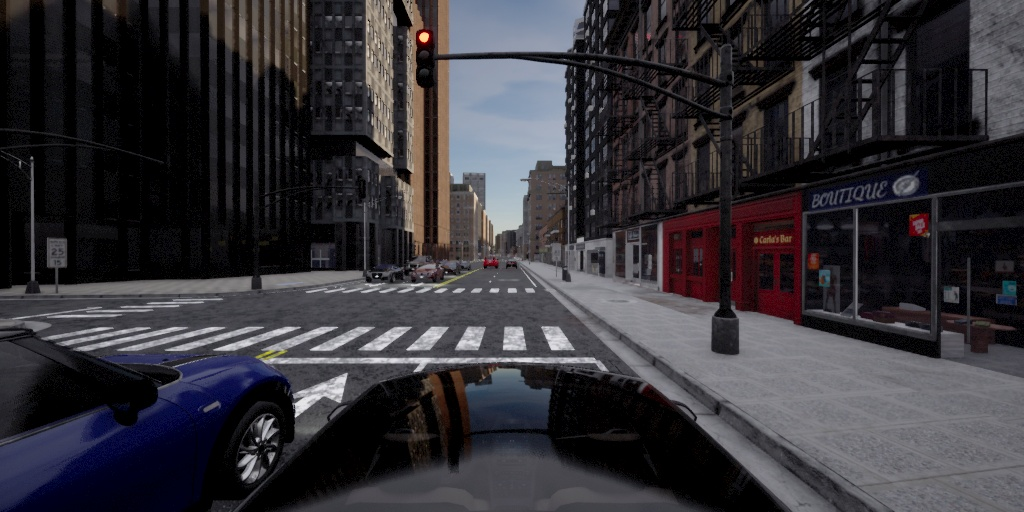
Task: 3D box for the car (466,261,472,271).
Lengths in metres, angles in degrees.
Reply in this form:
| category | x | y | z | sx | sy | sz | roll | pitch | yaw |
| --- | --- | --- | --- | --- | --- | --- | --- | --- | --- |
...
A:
| category | x | y | z | sx | sy | sz | roll | pitch | yaw |
| --- | --- | --- | --- | --- | --- | --- | --- | --- | --- |
| car | -6.712 | 1.327 | 49.262 | 1.994 | 1.385 | 4.181 | 0 | 0 | 1 |

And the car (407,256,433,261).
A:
| category | x | y | z | sx | sy | sz | roll | pitch | yaw |
| --- | --- | --- | --- | --- | --- | --- | --- | --- | --- |
| car | -9.941 | 0.981 | 38.814 | 2.150 | 2.045 | 5.566 | 0 | 0 | 0 |

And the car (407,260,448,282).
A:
| category | x | y | z | sx | sy | sz | roll | pitch | yaw |
| --- | --- | --- | --- | --- | --- | --- | --- | --- | --- |
| car | -6.667 | 1.281 | 28.767 | 1.812 | 1.442 | 4.674 | 0 | 0 | 0 |

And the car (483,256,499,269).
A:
| category | x | y | z | sx | sy | sz | roll | pitch | yaw |
| --- | --- | --- | --- | --- | --- | --- | --- | --- | --- |
| car | -3.407 | 0.987 | 58.079 | 2.150 | 2.045 | 5.566 | 0 | 0 | 0 |

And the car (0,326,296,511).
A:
| category | x | y | z | sx | sy | sz | roll | pitch | yaw |
| --- | --- | --- | --- | --- | --- | --- | --- | --- | --- |
| car | -3.145 | 1.102 | 1.620 | 2.097 | 1.767 | 4.553 | 0 | 0 | 0 |

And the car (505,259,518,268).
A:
| category | x | y | z | sx | sy | sz | roll | pitch | yaw |
| --- | --- | --- | --- | --- | --- | --- | --- | --- | --- |
| car | -0.062 | 1.270 | 59.612 | 1.837 | 1.490 | 4.892 | 0 | 0 | 0 |

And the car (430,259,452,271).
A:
| category | x | y | z | sx | sy | sz | roll | pitch | yaw |
| --- | --- | --- | --- | --- | --- | --- | --- | --- | --- |
| car | -9.970 | 1.254 | 50.979 | 2.128 | 1.511 | 4.902 | 0 | 0 | 0 |

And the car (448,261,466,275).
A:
| category | x | y | z | sx | sy | sz | roll | pitch | yaw |
| --- | --- | --- | --- | --- | --- | --- | --- | --- | --- |
| car | -6.697 | 1.307 | 39.170 | 2.033 | 1.411 | 5.357 | 0 | 0 | 0 |

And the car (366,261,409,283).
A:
| category | x | y | z | sx | sy | sz | roll | pitch | yaw |
| --- | --- | --- | --- | --- | --- | --- | --- | --- | --- |
| car | -9.907 | 1.320 | 28.359 | 1.994 | 1.385 | 4.181 | 0 | 0 | 1 |
